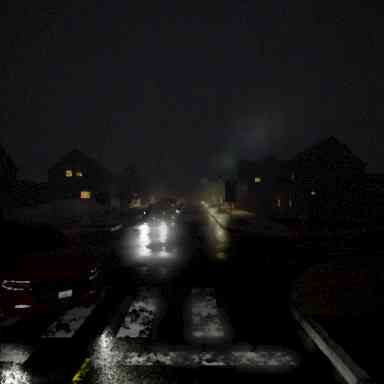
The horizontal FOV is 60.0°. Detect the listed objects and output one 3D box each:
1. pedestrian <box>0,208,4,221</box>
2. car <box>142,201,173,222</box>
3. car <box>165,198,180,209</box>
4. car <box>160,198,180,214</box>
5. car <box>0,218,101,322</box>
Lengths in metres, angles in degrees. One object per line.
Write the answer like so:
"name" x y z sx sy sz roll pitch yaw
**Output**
"pedestrian" -9.803 1.384 16.625 0.375 1.860 0.375 0 -3 -1
"car" -2.830 1.660 27.051 1.895 1.301 4.718 0 0 0
"car" -2.804 1.620 47.914 1.882 1.535 5.008 0 0 0
"car" -2.823 1.447 37.074 2.097 1.767 4.553 0 0 0
"car" -3.866 1.416 7.552 1.882 1.535 5.008 0 2 -43
